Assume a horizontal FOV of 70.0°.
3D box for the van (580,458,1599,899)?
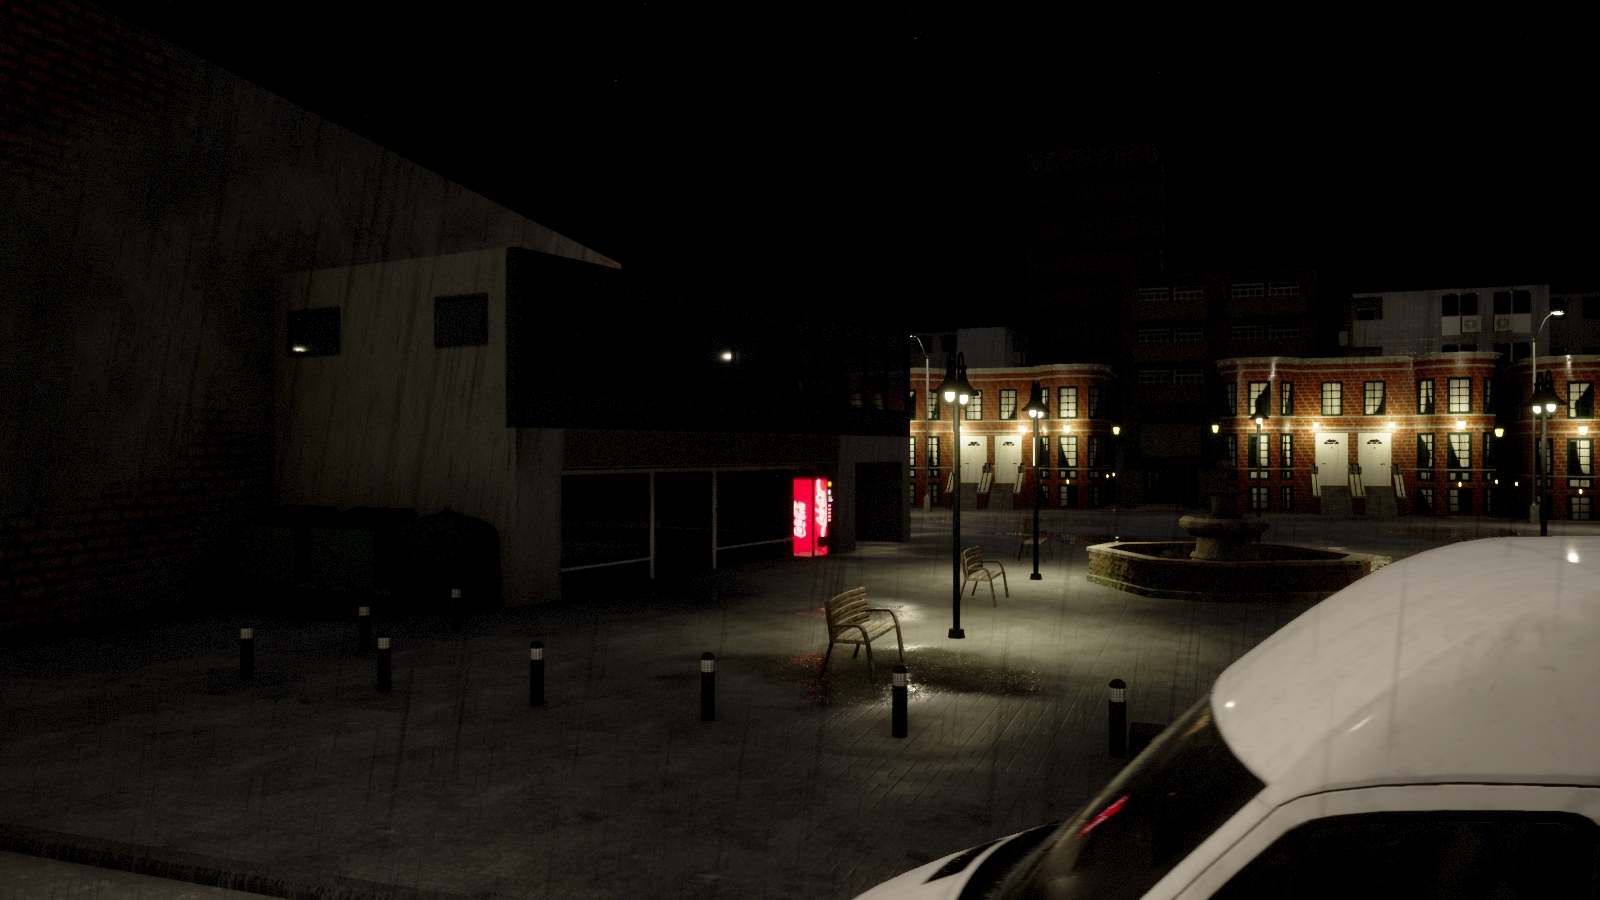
[{"bbox_3d":[2.546,1.314,2.916,5.915,2.561,1.988,0,0,20],"label":"van"}]
